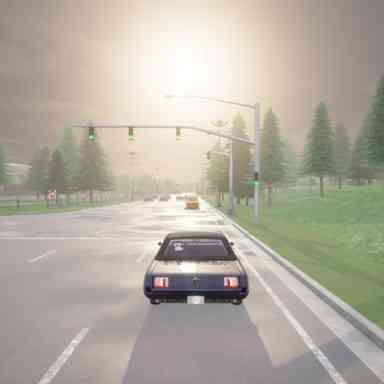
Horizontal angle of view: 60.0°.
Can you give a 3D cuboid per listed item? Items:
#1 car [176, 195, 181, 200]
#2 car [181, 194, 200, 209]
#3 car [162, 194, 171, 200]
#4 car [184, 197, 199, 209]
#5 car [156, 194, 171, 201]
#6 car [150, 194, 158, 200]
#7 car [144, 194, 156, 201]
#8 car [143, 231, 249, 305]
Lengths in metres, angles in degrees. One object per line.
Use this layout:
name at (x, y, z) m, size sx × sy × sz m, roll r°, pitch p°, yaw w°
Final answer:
car at (-3.353, 1.553, 91.162) m, size 1.994 × 1.385 × 4.181 m, roll 0°, pitch 0°, yaw 0°
car at (-0.074, 1.095, 46.171) m, size 1.882 × 1.535 × 5.008 m, roll -3°, pitch 16°, yaw -4°
car at (-6.854, 1.372, 90.754) m, size 2.033 × 1.411 × 5.357 m, roll 0°, pitch 0°, yaw 0°
car at (-0.014, 1.576, 49.703) m, size 2.033 × 1.411 × 5.357 m, roll -1°, pitch 1°, yaw 1°
car at (-6.871, 1.531, 80.334) m, size 2.033 × 1.411 × 5.357 m, roll 0°, pitch 0°, yaw 0°
car at (-10.354, 1.332, 90.760) m, size 1.837 × 1.490 × 4.892 m, roll 0°, pitch 0°, yaw 0°
car at (-10.371, 1.531, 80.340) m, size 2.033 × 1.411 × 5.357 m, roll 0°, pitch 0°, yaw 0°
car at (0.092, 1.601, 8.035) m, size 1.895 × 1.301 × 4.718 m, roll 0°, pitch 0°, yaw 0°
